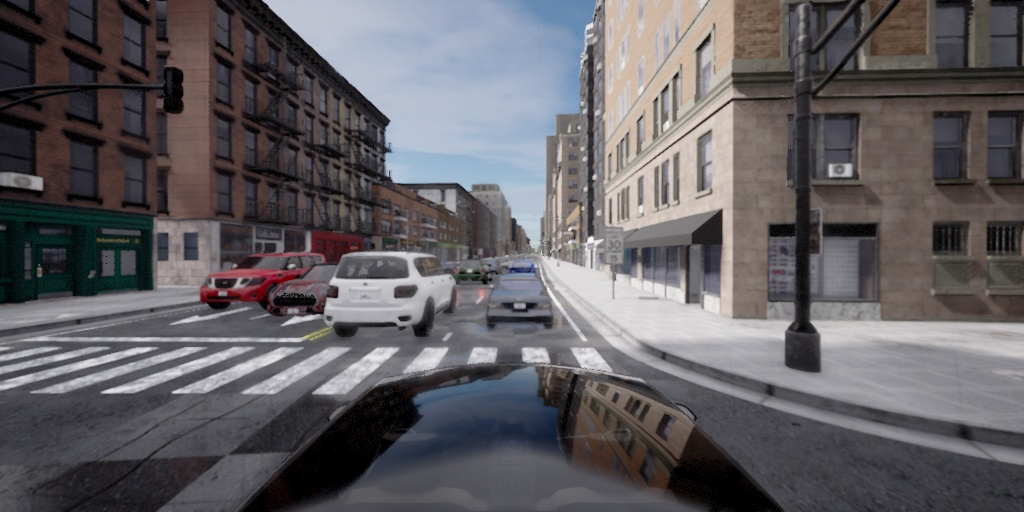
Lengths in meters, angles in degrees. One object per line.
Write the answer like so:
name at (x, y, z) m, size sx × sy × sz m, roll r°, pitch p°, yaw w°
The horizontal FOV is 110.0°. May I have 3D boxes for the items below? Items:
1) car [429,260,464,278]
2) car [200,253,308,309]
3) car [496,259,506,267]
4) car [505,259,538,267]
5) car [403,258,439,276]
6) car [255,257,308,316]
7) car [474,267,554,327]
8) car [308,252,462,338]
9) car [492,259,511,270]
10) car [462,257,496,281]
car at (-5.575, 1.088, 30.887) m, size 1.994 × 1.385 × 4.181 m, roll 0°, pitch 0°, yaw 4°
car at (-9.597, 0.878, 14.675) m, size 2.150 × 2.045 × 5.566 m, roll 0°, pitch 0°, yaw 0°
car at (-2.047, 1.042, 34.488) m, size 2.033 × 1.411 × 5.357 m, roll 0°, pitch 1°, yaw 4°
car at (0.786, 1.046, 25.586) m, size 1.882 × 1.535 × 5.008 m, roll 0°, pitch 0°, yaw 3°
car at (-8.596, 0.974, 34.334) m, size 1.882 × 1.535 × 5.008 m, roll 0°, pitch 0°, yaw 5°
car at (-6.401, 1.022, 12.829) m, size 2.097 × 1.767 × 4.553 m, roll 0°, pitch 0°, yaw 2°
car at (0.242, 1.230, 11.142) m, size 2.033 × 1.411 × 5.357 m, roll 0°, pitch 0°, yaw 1°
car at (-3.018, 0.910, 10.144) m, size 2.150 × 2.045 × 5.566 m, roll 0°, pitch 0°, yaw 1°
car at (-1.295, 1.007, 44.936) m, size 1.895 × 1.301 × 4.718 m, roll 0°, pitch 1°, yaw 4°
car at (-2.510, 0.932, 24.240) m, size 2.097 × 1.767 × 4.553 m, roll 0°, pitch 0°, yaw 3°
